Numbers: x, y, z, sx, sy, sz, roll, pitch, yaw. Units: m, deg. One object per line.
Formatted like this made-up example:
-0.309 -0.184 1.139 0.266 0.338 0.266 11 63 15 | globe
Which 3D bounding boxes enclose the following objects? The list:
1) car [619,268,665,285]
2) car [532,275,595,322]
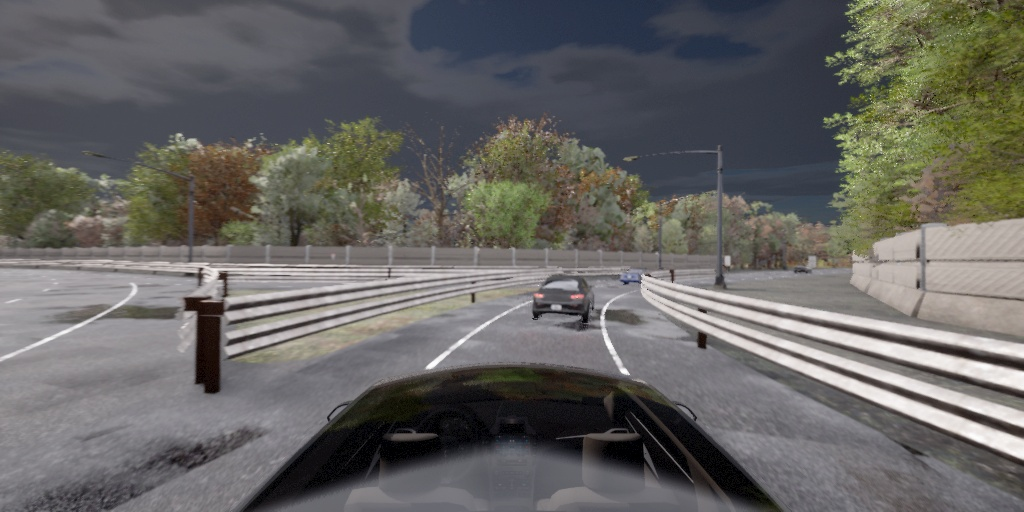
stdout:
10.840 1.708 29.648 2.033 1.411 5.357 0 -1 43 | car
1.966 1.419 13.025 1.812 1.442 4.674 0 -1 16 | car
